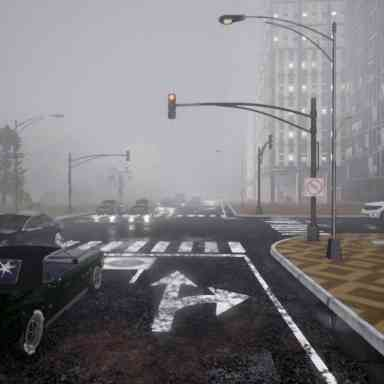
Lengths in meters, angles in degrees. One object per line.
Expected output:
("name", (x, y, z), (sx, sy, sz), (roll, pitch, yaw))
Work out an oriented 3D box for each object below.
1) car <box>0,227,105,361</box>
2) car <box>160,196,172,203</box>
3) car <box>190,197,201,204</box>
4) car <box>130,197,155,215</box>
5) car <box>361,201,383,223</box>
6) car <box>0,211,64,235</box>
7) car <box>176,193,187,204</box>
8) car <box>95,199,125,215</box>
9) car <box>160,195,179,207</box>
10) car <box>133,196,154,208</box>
("car", (-3.043, 1.600, 5.946), (1.895, 1.301, 4.718), (0, 0, 1))
("car", (-5.332, 1.599, 68.745), (1.895, 1.301, 4.718), (0, 0, 5))
("car", (0.721, 1.544, 61.539), (2.033, 1.411, 5.357), (0, 0, 5))
("car", (-4.945, 1.496, 33.785), (1.837, 1.490, 4.892), (0, 0, 5))
("car", (14.830, 1.059, 22.949), (5.566, 2.045, 2.150), (0, 0, 5))
("car", (-6.299, 1.502, 11.993), (1.837, 1.490, 4.892), (0, 0, 2))
("car", (-2.293, 1.220, 66.194), (2.150, 2.045, 5.566), (0, 0, 5))
("car", (-8.210, 1.495, 33.707), (1.837, 1.490, 4.892), (0, 0, 5))
("car", (-3.603, 1.593, 50.615), (1.895, 1.301, 4.718), (0, 0, 5))
("car", (-7.026, 1.468, 48.582), (1.882, 1.535, 5.008), (0, 0, 5))
